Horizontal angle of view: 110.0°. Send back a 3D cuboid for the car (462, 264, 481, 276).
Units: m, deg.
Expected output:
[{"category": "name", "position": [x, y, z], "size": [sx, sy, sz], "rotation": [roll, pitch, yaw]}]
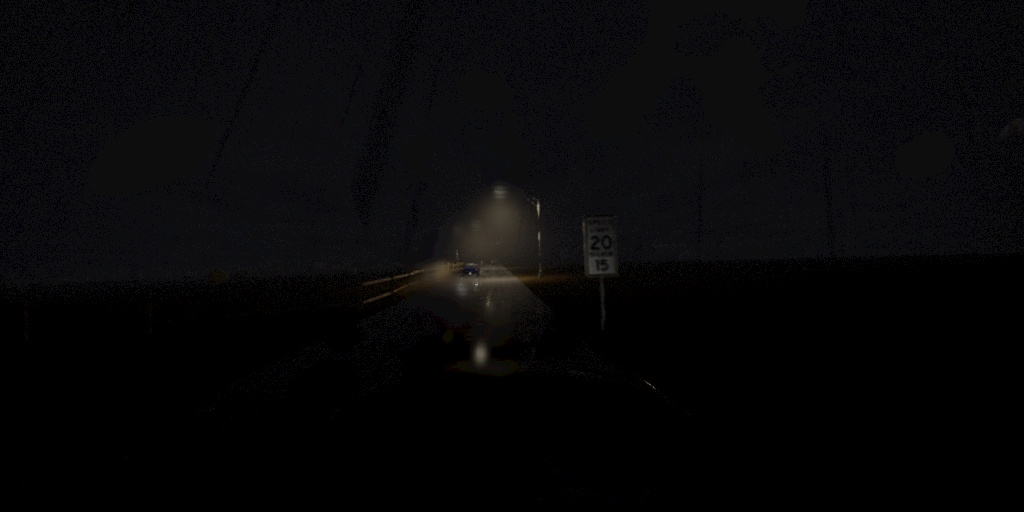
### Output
[{"category": "car", "position": [-4.491, 1.507, 39.647], "size": [1.895, 1.301, 4.718], "rotation": [-2, 0, -3]}]
